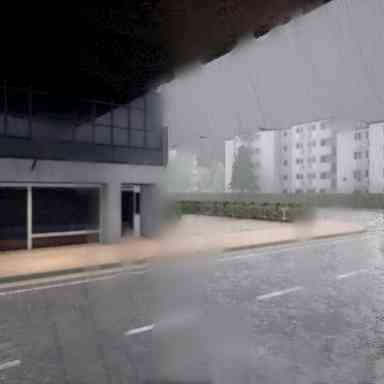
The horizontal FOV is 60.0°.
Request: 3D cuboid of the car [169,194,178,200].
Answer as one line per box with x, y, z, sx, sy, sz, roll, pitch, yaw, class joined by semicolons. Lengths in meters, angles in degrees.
-4.152;1.220;48.449;2.150;2.045;5.566;0;0;-36;car
